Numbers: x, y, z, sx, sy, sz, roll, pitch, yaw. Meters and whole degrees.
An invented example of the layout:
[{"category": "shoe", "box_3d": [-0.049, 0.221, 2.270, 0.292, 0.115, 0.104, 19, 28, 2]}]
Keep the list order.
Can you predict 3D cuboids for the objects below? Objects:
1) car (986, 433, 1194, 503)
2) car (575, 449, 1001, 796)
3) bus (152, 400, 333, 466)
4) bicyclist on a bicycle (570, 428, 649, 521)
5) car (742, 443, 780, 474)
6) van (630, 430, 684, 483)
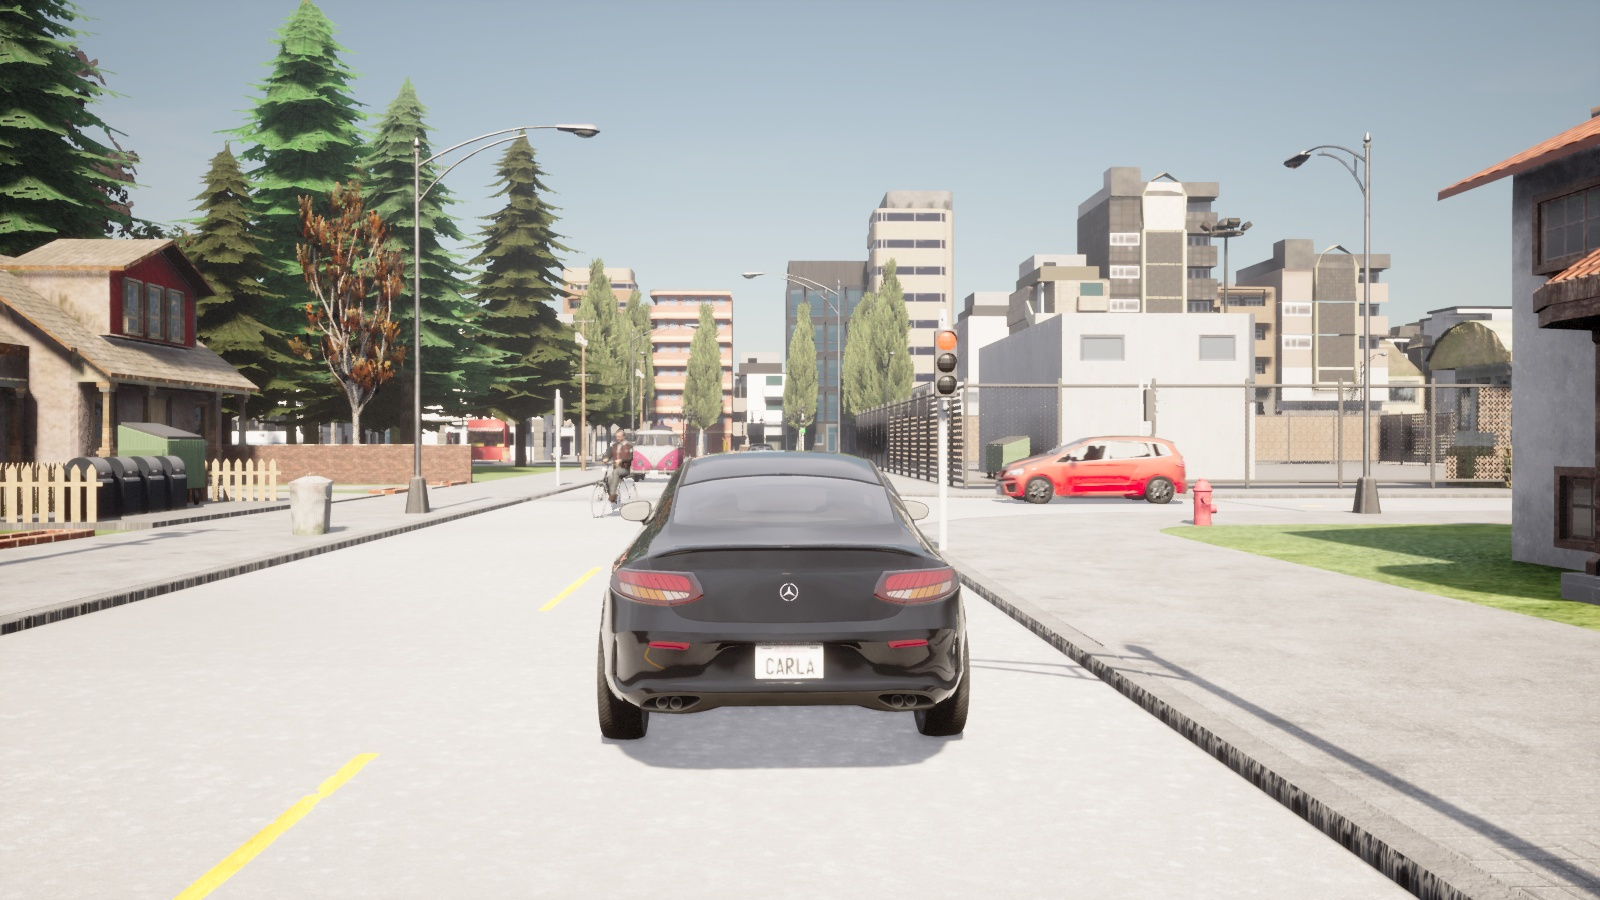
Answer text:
[{"category": "car", "box_3d": [7.134, 0.420, 31.240, 4.611, 1.667, 2.242, 0, 0, -2]}, {"category": "car", "box_3d": [-0.142, 0.729, 7.674, 1.812, 1.442, 4.674, 0, 0, -2]}, {"category": "bus", "box_3d": [-36.825, -1.130, 83.327, 10.273, 4.253, 3.944, 0, 0, -2]}, {"category": "bicyclist on a bicycle", "box_3d": [-3.784, 0.472, 25.142, 0.659, 1.776, 1.843, 2, 1, 22]}, {"category": "car", "box_3d": [-1.924, 0.411, 61.633, 1.816, 1.474, 4.193, 0, 0, -2]}, {"category": "van", "box_3d": [-5.522, 0.218, 49.039, 1.775, 1.987, 4.442, 0, 0, -2]}]
